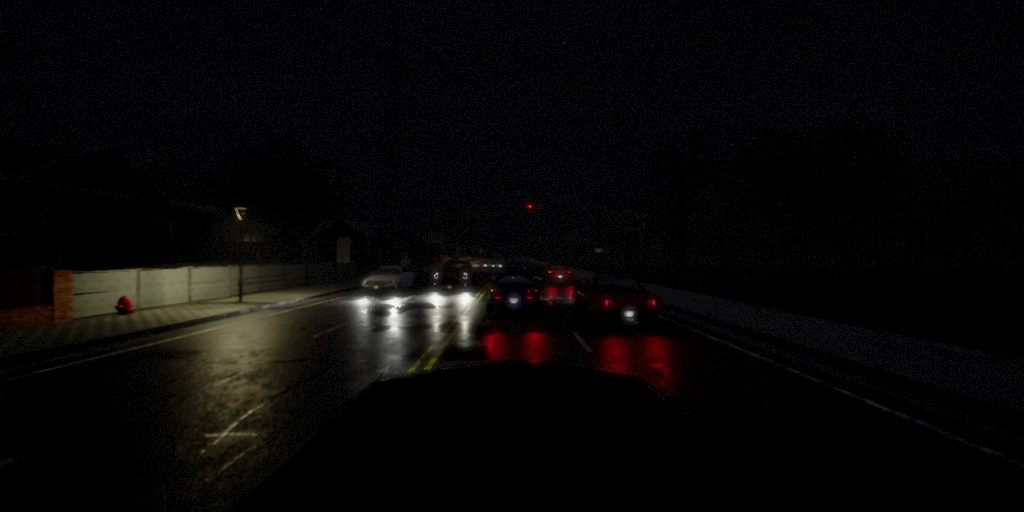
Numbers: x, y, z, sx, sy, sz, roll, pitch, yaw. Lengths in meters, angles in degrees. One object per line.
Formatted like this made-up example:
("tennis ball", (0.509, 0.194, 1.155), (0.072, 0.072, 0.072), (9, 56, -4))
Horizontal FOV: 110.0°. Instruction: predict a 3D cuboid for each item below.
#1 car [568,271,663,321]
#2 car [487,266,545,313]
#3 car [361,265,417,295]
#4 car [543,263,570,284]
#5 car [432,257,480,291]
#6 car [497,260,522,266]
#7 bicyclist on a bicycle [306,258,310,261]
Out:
("car", (3.313, 1.335, 12.276), (1.895, 1.301, 4.718), (0, 0, 0))
("car", (0.070, 1.259, 13.698), (1.812, 1.442, 4.674), (0, -1, 0))
("car", (-6.576, 1.249, 19.710), (1.812, 1.442, 4.674), (0, 0, 0))
("car", (3.310, 1.239, 26.734), (1.812, 1.442, 4.674), (0, 0, 0))
("car", (-3.321, 1.072, 21.366), (2.097, 1.767, 4.553), (0, 0, 0))
("car", (0.057, 1.216, 26.402), (1.837, 1.490, 4.892), (0, -1, 0))
("bicyclist on a bicycle", (-24.639, 1.029, 43.302), (0.582, 1.620, 1.656), (0, 0, 0))
